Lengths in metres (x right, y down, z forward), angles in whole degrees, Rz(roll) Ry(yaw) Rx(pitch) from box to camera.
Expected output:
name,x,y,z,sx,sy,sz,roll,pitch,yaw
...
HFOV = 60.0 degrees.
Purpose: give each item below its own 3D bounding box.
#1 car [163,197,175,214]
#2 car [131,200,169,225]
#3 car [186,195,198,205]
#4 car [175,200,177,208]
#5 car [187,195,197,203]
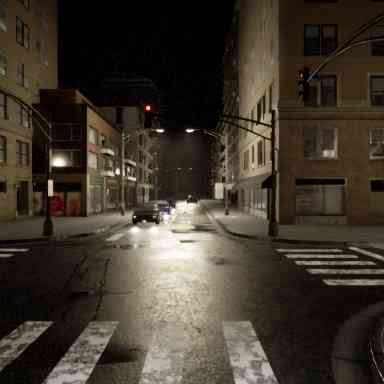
name,x,y,z,sx,sy,sz,roll,pitch,yaw
car,-3.145,1.546,34.437,1.994,1.385,4.181,0,0,0
car,-3.132,1.538,24.521,2.033,1.411,5.357,0,0,0
car,0.022,1.453,59.253,2.128,1.511,4.902,0,0,0
car,-3.150,1.465,45.690,2.128,1.511,4.902,0,0,0
car,0.007,1.445,69.617,2.128,1.511,4.902,0,0,0
